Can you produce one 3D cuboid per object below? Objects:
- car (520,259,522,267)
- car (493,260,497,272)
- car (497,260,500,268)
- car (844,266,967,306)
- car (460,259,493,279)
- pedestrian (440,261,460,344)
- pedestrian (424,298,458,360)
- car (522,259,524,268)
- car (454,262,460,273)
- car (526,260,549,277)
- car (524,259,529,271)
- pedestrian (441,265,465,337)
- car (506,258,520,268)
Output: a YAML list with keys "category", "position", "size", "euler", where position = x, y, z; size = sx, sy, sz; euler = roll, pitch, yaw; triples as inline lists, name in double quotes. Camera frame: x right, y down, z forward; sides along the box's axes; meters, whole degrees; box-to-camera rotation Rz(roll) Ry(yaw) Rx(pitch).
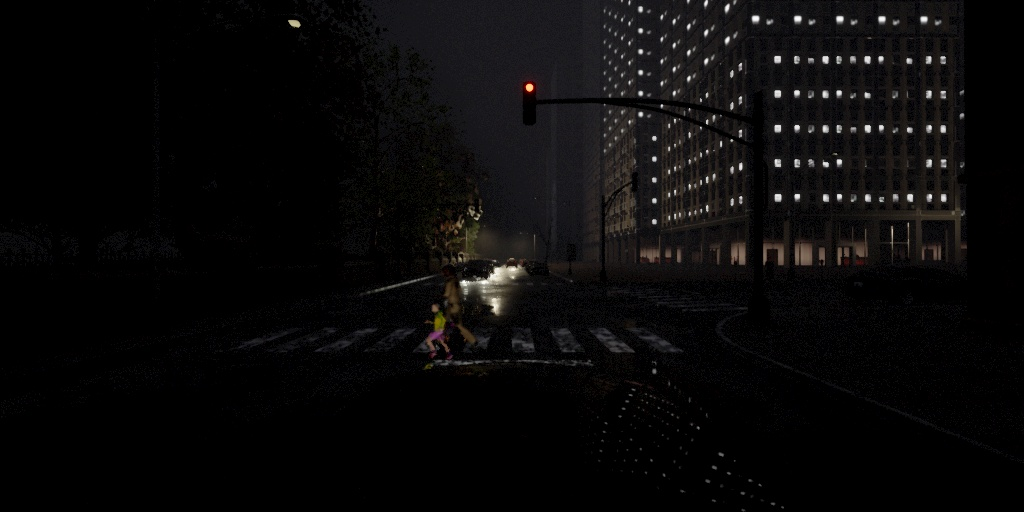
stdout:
- category: "car"
  position: [2.673, 1.336, 63.804]
  size: [1.888, 1.381, 4.507]
  euler: [0, 0, 0]
- category: "car"
  position: [-3.107, 1.273, 42.624]
  size: [1.837, 1.490, 4.892]
  euler: [0, 0, 0]
- category: "car"
  position: [-3.069, 1.354, 62.688]
  size: [1.994, 1.385, 4.181]
  euler: [0, 0, 0]
- category: "car"
  position: [14.681, 1.026, 13.062]
  size: [4.313, 1.339, 1.948]
  euler: [0, 0, 0]
- category: "car"
  position: [-3.105, 1.113, 32.124]
  size: [2.097, 1.767, 4.553]
  euler: [0, 0, 0]
- category: "pedestrian"
  position: [-1.407, 1.043, 8.198]
  size: [0.375, 1.860, 0.375]
  euler: [0, 0, 0]
- category: "pedestrian"
  position: [-1.374, 1.424, 6.868]
  size: [0.500, 1.100, 0.500]
  euler: [0, 0, 0]
- category: "car"
  position: [2.676, 1.338, 46.907]
  size: [1.948, 1.339, 4.313]
  euler: [0, 0, 0]
- category: "car"
  position: [-5.703, 1.349, 41.272]
  size: [1.802, 1.307, 4.207]
  euler: [0, 0, 0]
- category: "car"
  position: [2.679, 1.329, 35.642]
  size: [1.948, 1.339, 4.313]
  euler: [0, 0, 0]
- category: "car"
  position: [2.678, 1.333, 41.274]
  size: [1.948, 1.339, 4.313]
  euler: [0, 0, 0]
- category: "pedestrian"
  position: [-1.274, 1.043, 7.597]
  size: [0.375, 1.860, 0.375]
  euler: [0, 0, 0]
- category: "car"
  position: [-0.017, 1.266, 62.094]
  size: [1.882, 1.535, 5.008]
  euler: [0, 0, 0]
